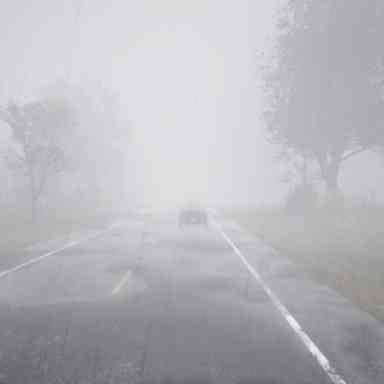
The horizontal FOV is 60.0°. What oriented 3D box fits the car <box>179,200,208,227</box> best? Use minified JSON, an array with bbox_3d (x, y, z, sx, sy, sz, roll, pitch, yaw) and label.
[{"bbox_3d":[0.086,1.550,23.138,1.882,1.535,5.008,0,0,0],"label":"car"}]
